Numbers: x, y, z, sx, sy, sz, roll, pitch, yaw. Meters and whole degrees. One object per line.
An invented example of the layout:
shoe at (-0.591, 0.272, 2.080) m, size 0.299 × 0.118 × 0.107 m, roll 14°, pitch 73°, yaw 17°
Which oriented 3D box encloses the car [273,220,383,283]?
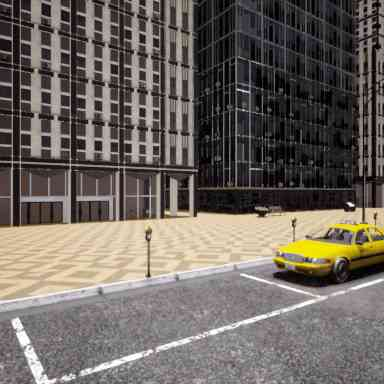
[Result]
car at (4.407, 1.526, 9.653) m, size 4.829 × 1.417 × 1.752 m, roll 0°, pitch 0°, yaw -35°
